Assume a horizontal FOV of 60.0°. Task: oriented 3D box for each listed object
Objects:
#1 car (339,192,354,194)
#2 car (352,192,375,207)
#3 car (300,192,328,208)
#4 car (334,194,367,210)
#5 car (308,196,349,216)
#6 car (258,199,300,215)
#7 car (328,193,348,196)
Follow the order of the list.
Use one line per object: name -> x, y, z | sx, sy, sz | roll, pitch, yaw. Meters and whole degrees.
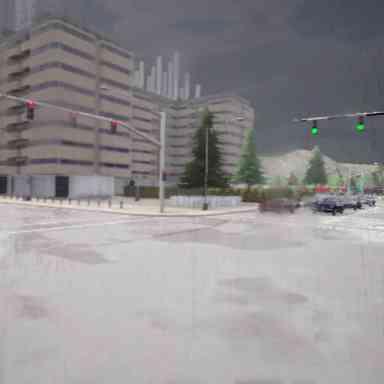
car -> 25.477, 1.153, 53.939 | 2.033, 1.411, 5.357 | 2, 1, 36
car -> 24.173, 1.199, 46.187 | 2.128, 1.511, 4.902 | 2, 1, 36
car -> 13.104, 1.132, 37.029 | 2.128, 1.511, 4.902 | 2, 1, 36
car -> 18.085, 1.271, 37.920 | 2.033, 1.411, 5.357 | 2, 1, 36
car -> 12.414, 1.341, 30.118 | 1.895, 1.301, 4.718 | 2, 1, 36
car -> 7.657, 1.257, 29.531 | 1.895, 1.301, 4.718 | 2, 1, 36
car -> 19.290, 1.171, 45.470 | 2.033, 1.411, 5.357 | 2, 1, 37
